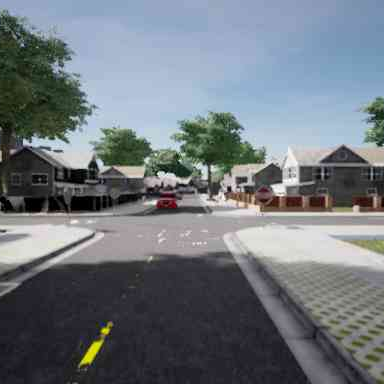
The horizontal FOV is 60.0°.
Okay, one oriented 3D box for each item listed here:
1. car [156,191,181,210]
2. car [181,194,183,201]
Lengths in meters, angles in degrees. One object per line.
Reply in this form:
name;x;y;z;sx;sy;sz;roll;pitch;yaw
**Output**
car;-2.728;0.996;37.556;2.150;2.045;5.566;0;2;0
car;-2.712;0.903;62.585;2.128;1.511;4.902;0;1;0
